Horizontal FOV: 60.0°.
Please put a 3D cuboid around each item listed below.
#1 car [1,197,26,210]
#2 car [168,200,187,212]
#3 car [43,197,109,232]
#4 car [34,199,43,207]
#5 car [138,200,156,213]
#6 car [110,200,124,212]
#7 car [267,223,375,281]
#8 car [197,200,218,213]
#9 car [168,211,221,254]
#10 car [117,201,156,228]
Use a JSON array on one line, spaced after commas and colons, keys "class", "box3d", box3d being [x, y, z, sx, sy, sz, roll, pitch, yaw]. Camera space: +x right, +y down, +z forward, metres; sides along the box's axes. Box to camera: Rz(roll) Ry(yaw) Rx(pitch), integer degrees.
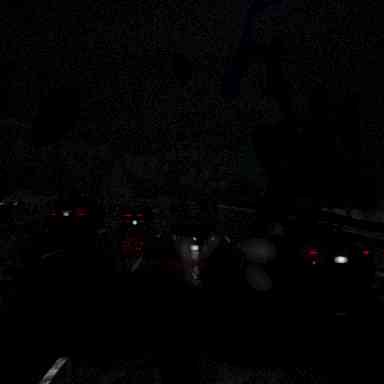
[{"class": "car", "box3d": [-24.544, 1.557, 45.757, 2.097, 1.767, 4.553, 0, 0, -12]}, {"class": "car", "box3d": [-1.703, 1.669, 39.236, 2.128, 1.511, 4.902, 0, 0, -8]}, {"class": "car", "box3d": [-7.029, 1.317, 20.998, 2.150, 2.045, 5.566, 0, 0, -2]}, {"class": "car", "box3d": [-21.504, 1.708, 48.377, 2.128, 1.511, 4.902, 0, 0, -13]}, {"class": "car", "box3d": [-5.646, 1.752, 41.587, 1.994, 1.385, 4.181, 0, 0, -10]}, {"class": "car", "box3d": [-9.086, 1.710, 40.930, 1.812, 1.442, 4.674, 0, 0, -10]}, {"class": "car", "box3d": [3.597, 1.610, 10.025, 1.994, 1.385, 4.181, 0, 0, 0]}, {"class": "car", "box3d": [1.836, 1.669, 39.252, 2.128, 1.511, 4.902, 0, 0, -8]}, {"class": "car", "box3d": [0.088, 1.664, 13.822, 1.895, 1.301, 4.718, 0, 0, 0]}, {"class": "car", "box3d": [-3.628, 1.609, 22.879, 1.837, 1.490, 4.892, 0, 0, -3]}]
